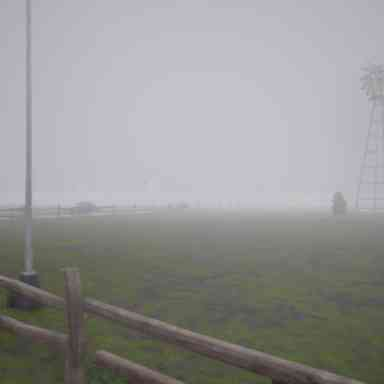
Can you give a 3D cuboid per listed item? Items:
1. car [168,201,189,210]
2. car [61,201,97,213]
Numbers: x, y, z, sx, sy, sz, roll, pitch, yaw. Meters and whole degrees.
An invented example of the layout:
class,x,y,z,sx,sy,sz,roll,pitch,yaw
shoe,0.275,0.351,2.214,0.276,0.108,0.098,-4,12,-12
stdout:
class,x,y,z,sx,sy,sz,roll,pitch,yaw
car,-2.432,2.468,60.867,2.128,1.511,4.902,-1,-2,36
car,-14.795,1.944,43.586,2.097,1.767,4.553,-1,-1,35
